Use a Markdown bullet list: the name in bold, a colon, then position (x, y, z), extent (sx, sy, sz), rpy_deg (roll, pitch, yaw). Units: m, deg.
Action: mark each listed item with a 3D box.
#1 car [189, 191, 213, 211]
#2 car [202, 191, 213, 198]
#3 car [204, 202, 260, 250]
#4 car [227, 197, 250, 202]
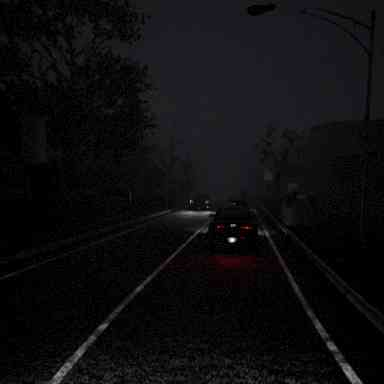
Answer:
- **car**: position (0.996, 0.958, 33.811), extent (2.097, 1.767, 4.553), rpy_deg (1, 1, 9)
- **car**: position (3.532, 0.453, 75.069), extent (1.882, 1.535, 5.008), rpy_deg (0, 1, -4)
- **car**: position (1.744, 1.379, 13.913), extent (1.837, 1.490, 4.892), rpy_deg (1, 1, 8)
- **car**: position (4.366, 1.199, 31.341), extent (1.837, 1.490, 4.892), rpy_deg (1, 1, 9)
